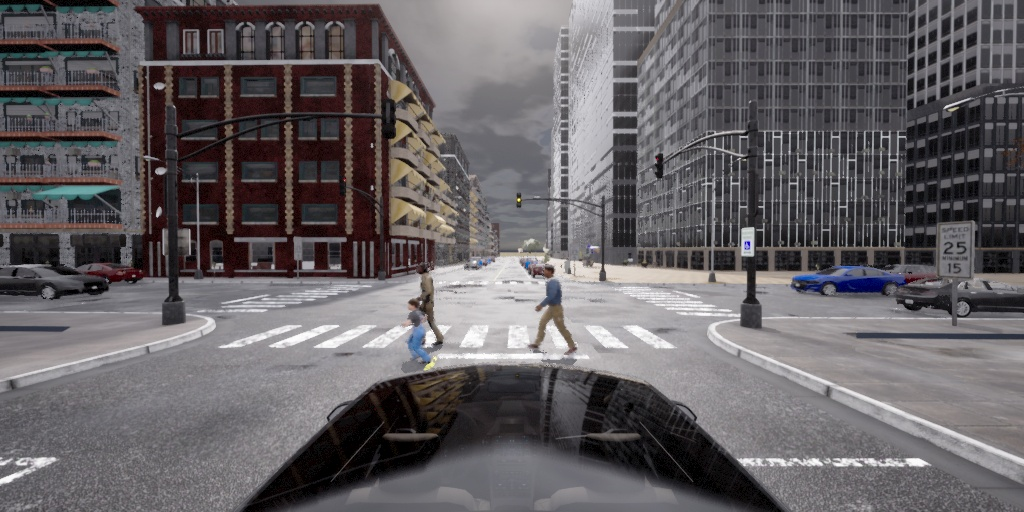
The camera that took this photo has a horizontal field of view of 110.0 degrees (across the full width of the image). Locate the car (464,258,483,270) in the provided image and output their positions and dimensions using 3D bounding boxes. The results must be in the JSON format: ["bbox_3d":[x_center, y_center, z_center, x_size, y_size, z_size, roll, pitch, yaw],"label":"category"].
[{"bbox_3d":[-5.588,1.267,50.370,1.948,1.339,4.313,0,0,0],"label":"car"}]

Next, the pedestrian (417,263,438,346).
[{"bbox_3d":[-1.903,1.042,7.802,0.375,1.860,0.375,-1,1,0],"label":"pedestrian"}]

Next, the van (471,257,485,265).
[{"bbox_3d":[-5.577,1.033,56.016,1.690,1.789,3.998,0,0,0],"label":"van"}]

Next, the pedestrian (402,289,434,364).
[{"bbox_3d":[-1.719,1.322,6.605,0.375,1.300,0.375,-1,1,0],"label":"pedestrian"}]

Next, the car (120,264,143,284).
[{"bbox_3d":[-25.813,1.108,22.398,4.507,1.381,1.888,0,0,1],"label":"car"}]

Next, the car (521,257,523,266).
[{"bbox_3d":[2.772,1.237,56.031,1.888,1.381,4.507,0,0,0],"label":"car"}]

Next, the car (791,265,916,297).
[{"bbox_3d":[17.677,1.283,19.004,5.008,1.535,1.882,0,1,1],"label":"car"}]

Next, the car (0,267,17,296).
[{"bbox_3d":[-22.599,1.258,13.734,4.507,1.381,1.888,0,0,1],"label":"car"}]

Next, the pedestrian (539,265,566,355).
[{"bbox_3d":[0.803,1.042,7.197,0.375,1.860,0.375,-1,1,0],"label":"pedestrian"}]

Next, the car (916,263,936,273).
[{"bbox_3d":[23.416,1.229,21.644,4.097,1.591,1.967,0,0,1],"label":"car"}]

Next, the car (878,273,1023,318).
[{"bbox_3d":[16.739,1.445,13.111,4.403,1.370,2.007,0,0,1],"label":"car"}]

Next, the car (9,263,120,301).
[{"bbox_3d":[-21.513,1.180,16.424,4.892,1.490,1.837,0,1,1],"label":"car"}]

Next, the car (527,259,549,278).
[{"bbox_3d":[2.724,1.270,33.447,1.888,1.381,4.507,0,0,0],"label":"car"}]

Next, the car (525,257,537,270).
[{"bbox_3d":[2.736,1.157,39.093,1.967,1.591,4.097,0,0,0],"label":"car"}]

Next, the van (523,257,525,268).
[{"bbox_3d":[2.760,1.042,50.385,1.690,1.789,3.998,0,0,0],"label":"van"}]
